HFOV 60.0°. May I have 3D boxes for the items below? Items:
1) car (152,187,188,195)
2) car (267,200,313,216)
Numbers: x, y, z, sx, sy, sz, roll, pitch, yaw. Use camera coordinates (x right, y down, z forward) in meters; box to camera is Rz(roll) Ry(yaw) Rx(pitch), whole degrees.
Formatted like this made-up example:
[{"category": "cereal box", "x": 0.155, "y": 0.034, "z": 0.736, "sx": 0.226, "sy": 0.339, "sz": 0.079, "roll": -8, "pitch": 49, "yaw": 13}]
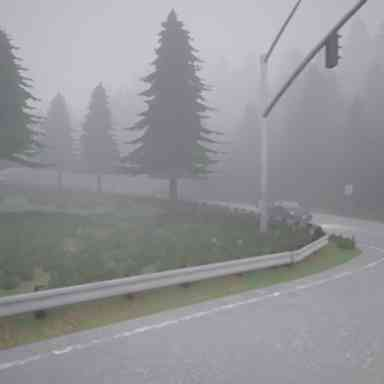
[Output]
[{"category": "car", "x": -2.489, "y": 0.199, "z": 37.481, "sx": 4.674, "sy": 1.442, "sz": 1.812, "roll": 6, "pitch": 2, "yaw": 27}, {"category": "car", "x": 6.945, "y": 1.321, "z": 24.472, "sx": 1.812, "sy": 1.442, "sz": 4.674, "roll": 0, "pitch": 2, "yaw": -14}]
